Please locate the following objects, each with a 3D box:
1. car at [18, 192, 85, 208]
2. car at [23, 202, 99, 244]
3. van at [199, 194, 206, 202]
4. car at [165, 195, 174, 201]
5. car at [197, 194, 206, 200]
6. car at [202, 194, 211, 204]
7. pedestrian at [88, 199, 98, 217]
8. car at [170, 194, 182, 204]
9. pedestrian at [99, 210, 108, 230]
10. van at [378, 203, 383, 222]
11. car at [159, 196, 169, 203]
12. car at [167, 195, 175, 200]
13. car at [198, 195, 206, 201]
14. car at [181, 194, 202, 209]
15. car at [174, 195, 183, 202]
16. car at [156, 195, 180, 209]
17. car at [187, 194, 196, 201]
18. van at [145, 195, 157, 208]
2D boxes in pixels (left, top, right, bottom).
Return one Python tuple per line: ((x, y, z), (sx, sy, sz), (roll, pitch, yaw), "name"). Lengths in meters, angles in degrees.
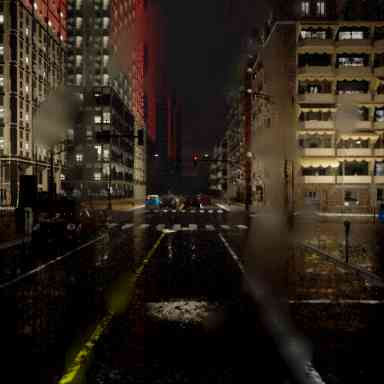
((-12.075, 1.023, 29.035), (5.566, 2.045, 2.150), (1, 0, -4), "car")
((-5.710, 1.441, 15.405), (1.967, 1.590, 4.097), (0, 0, 0), "car")
((2.587, 1.375, 81.197), (1.690, 1.788, 3.998), (0, 0, 0), "van")
((-5.800, 1.479, 86.735), (1.967, 1.590, 4.097), (0, 0, 0), "car")
((2.573, 1.359, 92.298), (2.192, 1.841, 5.009), (0, 0, 0), "car")
((2.608, 1.336, 64.544), (2.192, 1.841, 5.009), (0, 0, 0), "car")
((-6.108, 1.294, 20.139), (0.375, 1.860, 0.375), (0, 0, 0), "pedestrian")
((-3.123, 1.374, 65.036), (2.097, 1.767, 4.553), (0, 0, 1), "car")
((-5.083, 1.575, 19.499), (0.375, 1.300, 0.375), (0, 0, 0), "pedestrian")
((16.897, 1.706, 26.167), (3.998, 1.788, 1.690), (1, -1, 0), "van")
((-5.778, 1.550, 69.913), (1.752, 1.417, 4.829), (0, 0, 0), "car")
((-5.807, 1.569, 92.116), (1.752, 1.417, 4.829), (0, 0, 0), "car")
((2.581, 1.589, 86.747), (2.008, 1.369, 4.403), (0, 0, 0), "car")
((-0.015, 1.361, 46.636), (2.097, 1.767, 4.553), (0, 0, 1), "car")
((-3.095, 1.506, 76.361), (1.882, 1.535, 5.008), (0, 0, 0), "car")
((-3.186, 1.361, 45.152), (2.097, 1.767, 4.553), (0, 0, 1), "car")
((-0.101, 1.390, 82.316), (2.097, 1.767, 4.553), (0, 0, 0), "car")
((-5.751, 1.352, 47.879), (1.690, 1.788, 3.998), (0, 0, 0), "van")
